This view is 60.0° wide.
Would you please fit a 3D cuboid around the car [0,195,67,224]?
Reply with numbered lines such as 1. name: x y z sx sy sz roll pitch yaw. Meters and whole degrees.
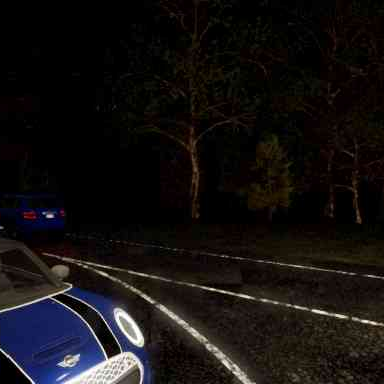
1. car: -8.426 1.152 16.297 5.566 2.045 2.150 0 0 37

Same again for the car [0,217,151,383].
1. car: -2.619 1.338 3.748 4.553 1.767 2.097 1 0 35
